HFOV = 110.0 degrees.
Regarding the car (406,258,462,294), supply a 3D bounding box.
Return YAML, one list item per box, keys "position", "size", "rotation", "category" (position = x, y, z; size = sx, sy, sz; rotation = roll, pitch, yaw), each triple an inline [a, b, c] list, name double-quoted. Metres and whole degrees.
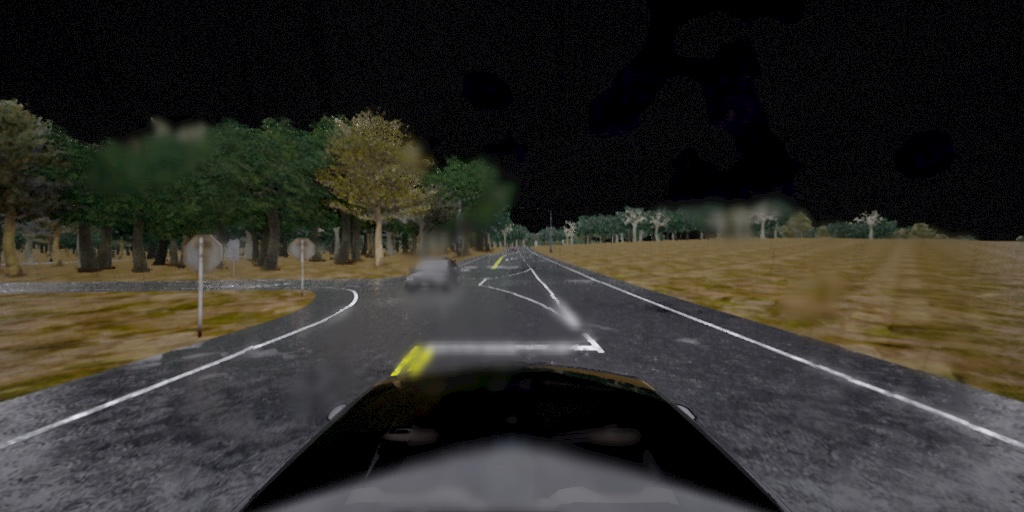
- position: [-3.497, 0.861, 16.841]
  size: [1.837, 1.490, 4.892]
  rotation: [0, 1, 0]
  category: "car"
